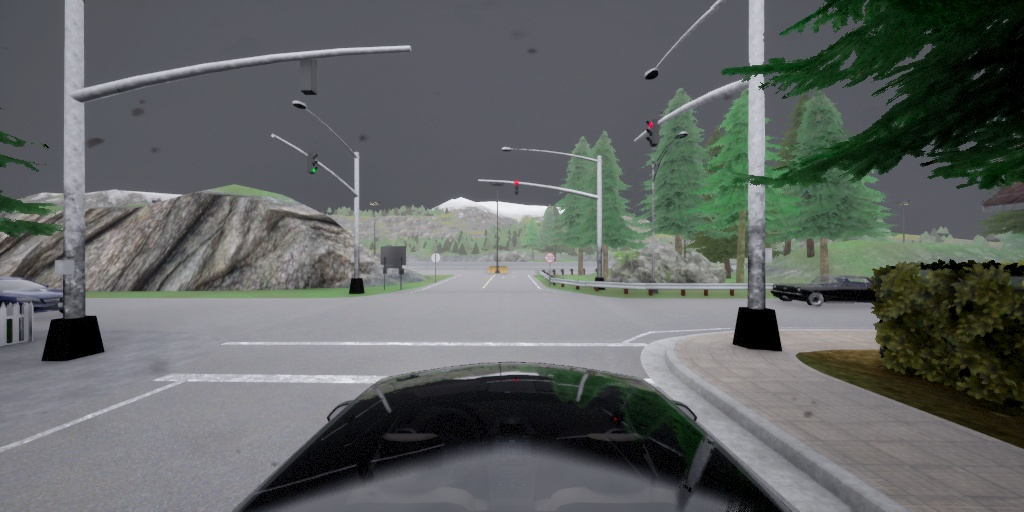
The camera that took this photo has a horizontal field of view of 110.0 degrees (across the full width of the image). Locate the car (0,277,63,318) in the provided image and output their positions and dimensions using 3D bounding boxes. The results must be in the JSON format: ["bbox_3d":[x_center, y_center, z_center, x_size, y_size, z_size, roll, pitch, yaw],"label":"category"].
[{"bbox_3d":[-18.275,1.467,12.735,4.674,1.442,1.812,0,0,0],"label":"car"}]

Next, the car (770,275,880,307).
[{"bbox_3d":[14.583,1.543,16.245,4.718,1.301,1.895,0,0,0],"label":"car"}]
